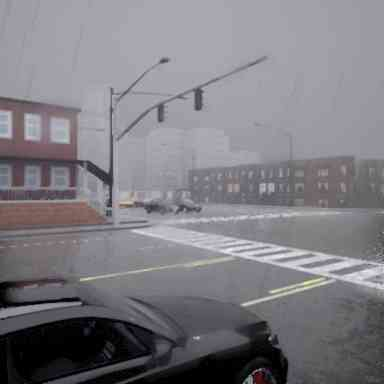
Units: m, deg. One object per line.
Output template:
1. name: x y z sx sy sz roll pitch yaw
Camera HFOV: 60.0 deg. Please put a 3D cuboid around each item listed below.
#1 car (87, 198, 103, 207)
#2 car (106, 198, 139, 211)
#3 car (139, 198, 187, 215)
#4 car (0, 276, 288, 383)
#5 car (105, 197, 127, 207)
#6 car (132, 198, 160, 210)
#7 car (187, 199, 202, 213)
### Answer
1. car: -15.142 1.562 50.945 2.033 1.411 5.357 0 0 -35
2. car: -9.008 1.490 42.312 1.882 1.535 5.008 0 0 -36
3. car: -3.019 1.506 33.913 2.128 1.511 4.902 0 0 -35
4. car: -1.183 1.526 2.901 4.674 1.442 1.812 0 0 -35
5. car: -12.097 1.543 52.701 1.812 1.442 4.674 0 0 -36
6. car: -6.195 1.541 44.413 1.812 1.442 4.674 0 0 -36
7. car: -0.823 1.522 36.864 1.837 1.490 4.892 0 0 -36
